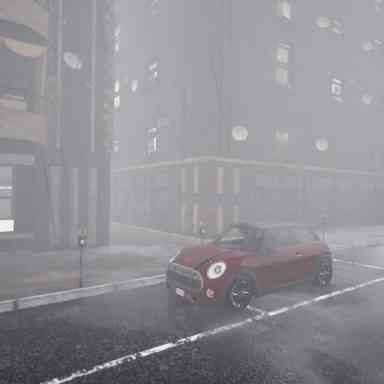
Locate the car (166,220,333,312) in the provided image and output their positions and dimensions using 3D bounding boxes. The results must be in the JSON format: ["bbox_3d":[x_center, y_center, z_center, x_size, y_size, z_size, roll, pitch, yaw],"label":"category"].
[{"bbox_3d":[1.390,1.442,7.697,4.097,1.590,1.967,0,1,-36],"label":"car"}]
